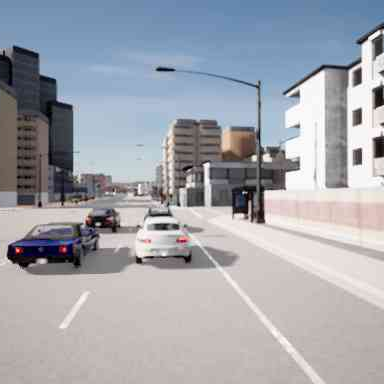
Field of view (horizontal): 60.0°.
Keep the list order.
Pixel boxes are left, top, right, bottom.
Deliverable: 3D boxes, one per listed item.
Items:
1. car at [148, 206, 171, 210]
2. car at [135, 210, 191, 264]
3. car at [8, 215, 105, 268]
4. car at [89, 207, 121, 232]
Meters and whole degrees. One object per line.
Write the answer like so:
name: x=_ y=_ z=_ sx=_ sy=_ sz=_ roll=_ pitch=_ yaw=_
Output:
car: x=-2.114 y=1.667 z=21.392 sx=2.128 sy=1.511 sz=4.902 roll=0 pitch=0 yaw=-7
car: x=-1.084 y=1.626 z=12.269 sx=1.812 sy=1.442 sz=4.674 roll=0 pitch=0 yaw=-6
car: x=-4.515 y=1.701 z=11.702 sx=1.895 sy=1.301 sz=4.718 roll=0 pitch=0 yaw=-6
car: x=-5.609 y=1.703 z=21.179 sx=1.812 sy=1.442 sz=4.674 roll=0 pitch=0 yaw=-7
